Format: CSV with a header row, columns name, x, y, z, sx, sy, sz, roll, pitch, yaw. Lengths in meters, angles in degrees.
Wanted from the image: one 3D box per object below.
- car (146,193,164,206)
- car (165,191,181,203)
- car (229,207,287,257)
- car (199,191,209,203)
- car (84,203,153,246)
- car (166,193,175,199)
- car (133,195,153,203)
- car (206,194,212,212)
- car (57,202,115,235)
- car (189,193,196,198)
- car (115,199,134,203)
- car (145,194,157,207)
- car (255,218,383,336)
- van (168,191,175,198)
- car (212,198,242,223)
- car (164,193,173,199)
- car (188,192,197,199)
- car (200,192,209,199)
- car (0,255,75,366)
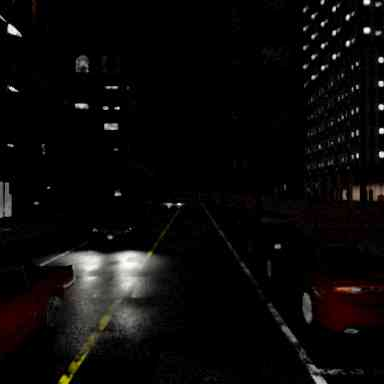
name,x,y,z,sx,sy,sz,roll,pitch,yaw
car,-5.591,1.001,45.675,2.192,1.841,5.009,1,0,0
car,-2.959,1.095,56.261,1.882,1.535,5.008,0,0,1
car,2.722,1.466,12.242,2.008,1.369,4.403,1,0,0
car,2.468,1.082,58.482,1.882,1.535,5.008,0,0,0
car,-3.061,1.420,14.842,1.812,1.442,4.674,0,0,0
car,-5.522,0.982,84.663,2.008,1.369,4.403,1,0,0
car,-5.617,1.326,34.538,1.947,1.339,4.313,1,0,0
car,2.765,1.288,34.691,1.752,1.417,4.829,1,0,0
car,-5.648,1.439,17.829,1.947,1.339,4.313,1,0,0
car,0.165,0.998,89.013,1.895,1.301,4.718,0,0,0
car,-5.637,1.386,23.398,2.008,1.369,4.403,1,0,0
car,-5.606,1.249,39.936,1.752,1.417,4.829,1,0,0
car,2.711,1.499,6.672,1.887,1.381,4.507,1,0,0
van,-5.508,0.737,90.232,1.690,1.788,3.998,1,0,0
car,2.743,1.390,23.381,2.008,1.369,4.403,1,0,0
car,-5.532,1.033,79.093,1.947,1.339,4.313,1,0,0
car,0.140,0.833,75.550,1.882,1.535,5.008,0,0,0
car,2.850,0.911,79.076,1.967,1.590,4.097,1,0,0
car,-3.095,1.571,3.957,1.895,1.301,4.718,0,0,0
